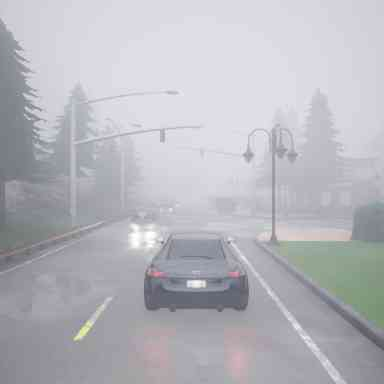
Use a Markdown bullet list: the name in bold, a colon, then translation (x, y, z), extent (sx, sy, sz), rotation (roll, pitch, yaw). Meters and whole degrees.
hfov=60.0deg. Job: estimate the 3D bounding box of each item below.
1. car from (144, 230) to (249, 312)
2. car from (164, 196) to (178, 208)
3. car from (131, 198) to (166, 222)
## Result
- **car**: translation (0.086, 1.564, 7.782), extent (1.994, 1.385, 4.181), rotation (0, 0, 0)
- **car**: translation (-3.545, 1.547, 47.329), extent (2.033, 1.411, 5.357), rotation (0, 0, 0)
- **car**: translation (-3.570, 1.491, 26.255), extent (2.128, 1.511, 4.902), rotation (0, 0, 0)
